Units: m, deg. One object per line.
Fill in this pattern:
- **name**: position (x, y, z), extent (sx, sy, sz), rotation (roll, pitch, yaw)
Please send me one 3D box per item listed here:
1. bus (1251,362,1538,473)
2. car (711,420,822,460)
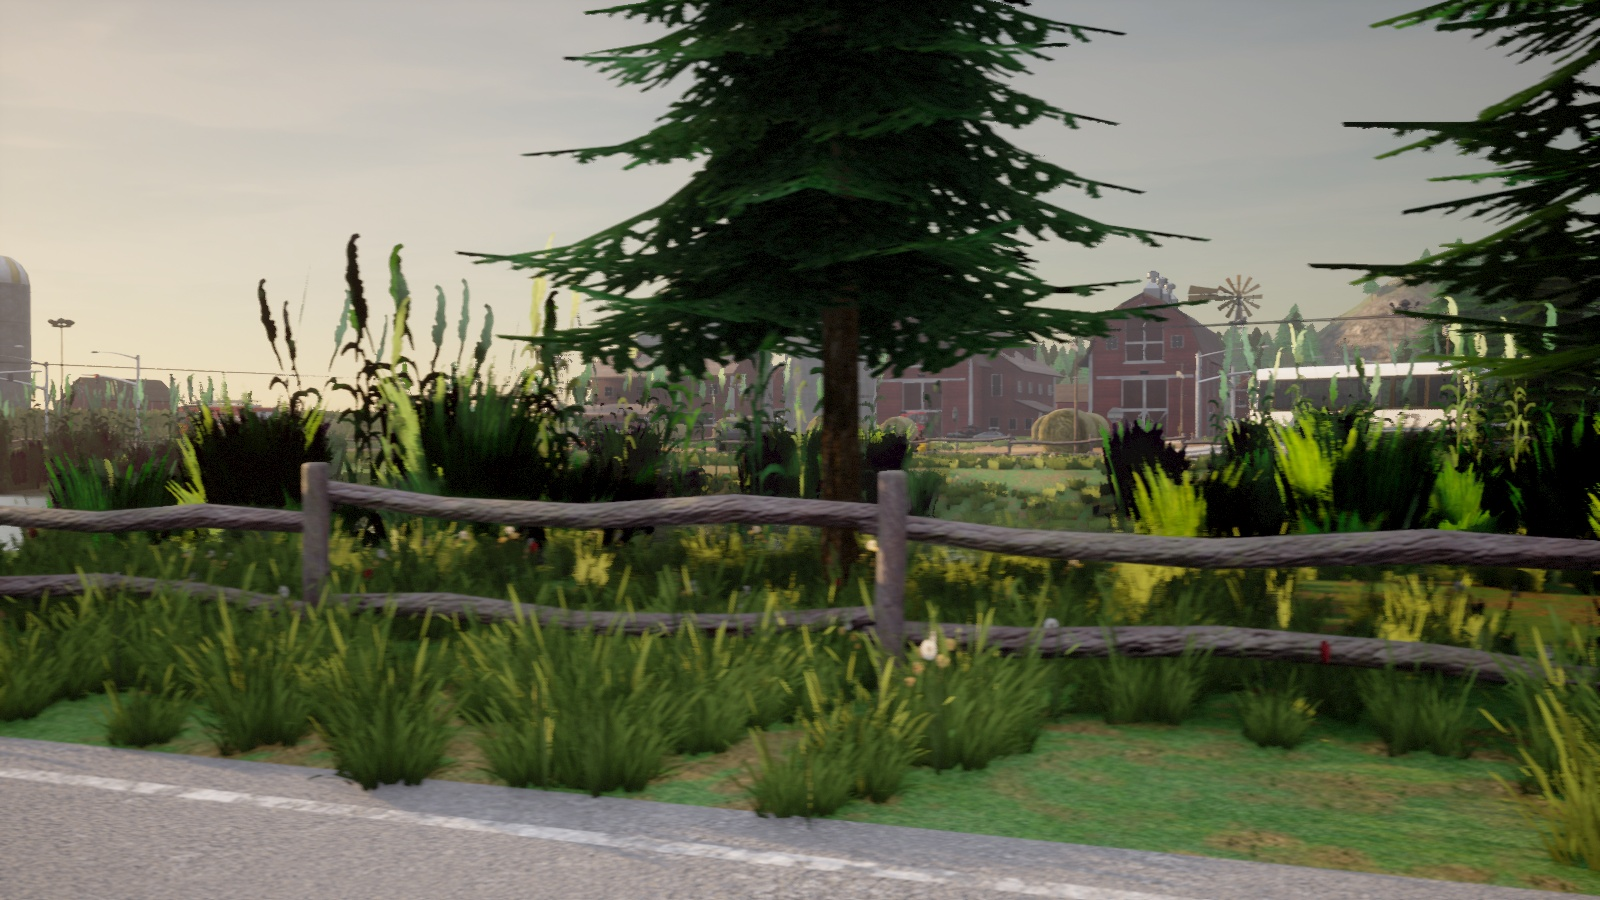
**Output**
- **bus**: position (24.993, -1.345, 53.370), extent (3.944, 4.253, 10.273), rotation (-1, 1, -43)
- **car**: position (-1.808, -0.568, 66.916), extent (5.566, 2.045, 2.150), rotation (1, 1, 28)
